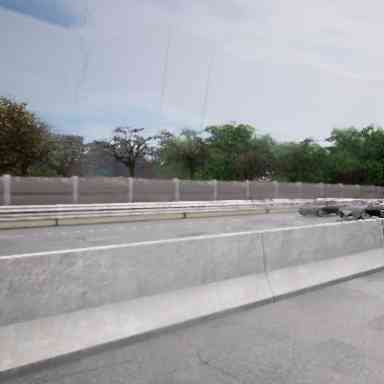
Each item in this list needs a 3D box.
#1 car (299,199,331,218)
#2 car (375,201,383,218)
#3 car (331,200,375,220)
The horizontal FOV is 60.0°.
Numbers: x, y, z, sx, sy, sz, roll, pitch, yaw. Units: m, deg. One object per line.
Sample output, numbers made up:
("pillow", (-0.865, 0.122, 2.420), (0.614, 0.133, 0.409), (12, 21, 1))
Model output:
("car", (11.465, 1.420, 29.368), (4.892, 1.490, 1.837), (0, 0, -35))
("car", (15.319, 1.394, 23.520), (5.008, 1.535, 1.882), (0, 0, -35))
("car", (13.696, 1.407, 26.660), (4.902, 1.511, 2.128), (0, 0, -35))
